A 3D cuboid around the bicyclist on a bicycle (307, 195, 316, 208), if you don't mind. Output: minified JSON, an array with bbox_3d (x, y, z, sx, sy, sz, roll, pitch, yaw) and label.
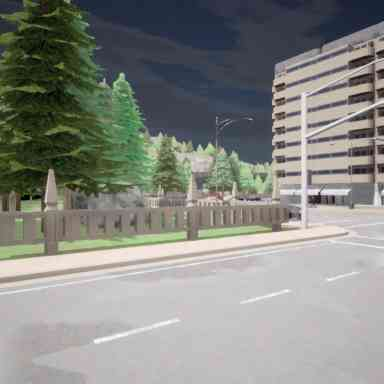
[{"bbox_3d":[15.325,1.245,42.481,1.656,1.620,0.582,0,0,-29],"label":"bicyclist on a bicycle"}]

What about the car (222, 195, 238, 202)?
[{"bbox_3d":[8.594,1.469,75.205,1.812,1.442,4.674,0,0,32],"label":"car"}]

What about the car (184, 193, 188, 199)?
[{"bbox_3d":[-2.249,1.272,67.153,2.150,2.045,5.566,0,0,14],"label":"car"}]

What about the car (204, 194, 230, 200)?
[{"bbox_3d":[2.555,1.422,42.466,1.882,1.535,5.008,0,0,-19],"label":"car"}]

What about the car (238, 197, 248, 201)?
[{"bbox_3d":[7.108,1.492,33.372,2.033,1.411,5.357,0,0,-33],"label":"car"}]

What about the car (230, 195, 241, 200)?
[{"bbox_3d":[9.249,1.492,67.935,2.033,1.411,5.357,0,0,20],"label":"car"}]

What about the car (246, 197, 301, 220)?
[{"bbox_3d":[7.087,1.436,27.197,2.128,1.511,4.902,0,0,-33],"label":"car"}]

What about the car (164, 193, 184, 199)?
[{"bbox_3d":[-3.030,1.159,50.012,2.150,2.045,5.566,0,1,-8],"label":"car"}]
